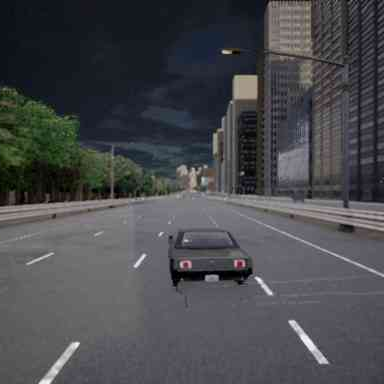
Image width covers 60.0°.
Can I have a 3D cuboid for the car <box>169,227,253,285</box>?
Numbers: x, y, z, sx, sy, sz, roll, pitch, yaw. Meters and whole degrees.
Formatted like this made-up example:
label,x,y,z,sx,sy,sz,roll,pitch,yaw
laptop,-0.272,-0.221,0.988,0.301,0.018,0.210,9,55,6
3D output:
label,x,y,z,sx,sy,sz,roll,pitch,yaw
car,0.277,1.650,9.635,1.895,1.301,4.718,0,0,-5
